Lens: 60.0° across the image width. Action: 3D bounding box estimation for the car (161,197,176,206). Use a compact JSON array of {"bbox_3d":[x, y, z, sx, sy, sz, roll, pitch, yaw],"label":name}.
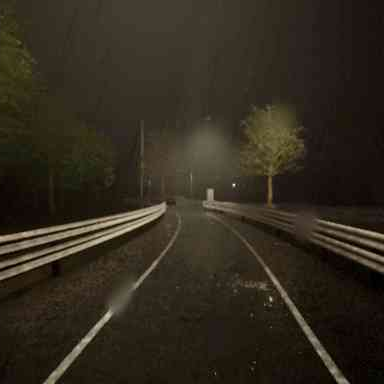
[{"bbox_3d":[-4.445,1.751,63.309,2.097,1.767,4.553,0,0,-16],"label":"car"}]
